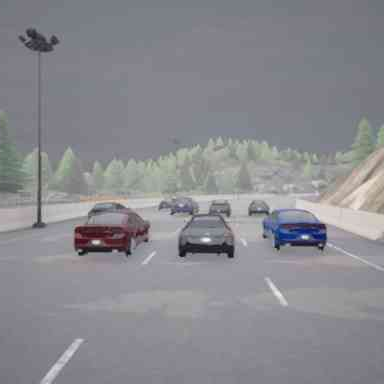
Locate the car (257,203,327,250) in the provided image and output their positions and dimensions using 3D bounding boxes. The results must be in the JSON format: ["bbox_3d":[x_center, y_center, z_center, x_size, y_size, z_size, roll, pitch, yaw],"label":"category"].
[{"bbox_3d":[4.190,1.445,14.274,1.882,1.535,5.008,0,0,4],"label":"car"}]

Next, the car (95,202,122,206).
[{"bbox_3d":[-5.512,1.451,22.873,1.837,1.490,4.892,0,0,7],"label":"car"}]

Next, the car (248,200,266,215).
[{"bbox_3d":[6.445,1.491,32.136,1.994,1.385,4.181,0,0,10],"label":"car"}]

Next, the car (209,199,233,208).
[{"bbox_3d":[2.679,1.421,30.840,2.128,1.511,4.902,0,0,9],"label":"car"}]

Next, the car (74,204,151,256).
[{"bbox_3d":[-2.906,1.446,13.096,1.882,1.535,5.008,0,0,4],"label":"car"}]

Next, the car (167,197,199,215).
[{"bbox_3d":[-0.622,1.277,32.256,2.097,1.767,4.553,0,0,9],"label":"car"}]

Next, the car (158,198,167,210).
[{"bbox_3d":[-2.654,1.432,40.270,1.812,1.442,4.674,0,0,12],"label":"car"}]

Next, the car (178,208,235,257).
[{"bbox_3d":[0.597,1.534,12.910,1.994,1.385,4.181,0,0,4],"label":"car"}]
